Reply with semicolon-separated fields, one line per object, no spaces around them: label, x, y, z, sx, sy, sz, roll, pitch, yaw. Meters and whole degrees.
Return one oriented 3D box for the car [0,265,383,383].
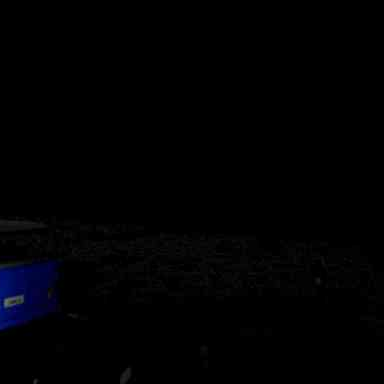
car;0.508;1.543;2.605;4.507;1.381;1.887;0;0;36

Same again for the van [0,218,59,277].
van;-4.055;1.330;5.866;3.998;1.788;1.690;0;0;36
